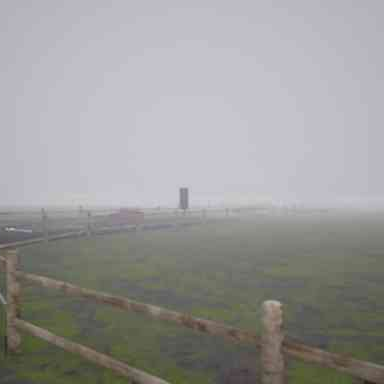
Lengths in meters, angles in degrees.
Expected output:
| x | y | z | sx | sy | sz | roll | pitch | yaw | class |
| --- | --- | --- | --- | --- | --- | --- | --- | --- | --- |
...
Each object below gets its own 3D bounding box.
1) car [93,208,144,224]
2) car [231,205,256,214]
| x | y | z | sx | sy | sz | roll | pitch | yaw | class |
| --- | --- | --- | --- | --- | --- | --- | --- | --- | --- |
| -6.513 | 2.082 | 29.682 | 1.895 | 1.301 | 4.718 | 0 | -1 | 36 | car |
| 7.663 | 2.556 | 49.490 | 1.895 | 1.301 | 4.718 | 0 | -1 | 36 | car |
